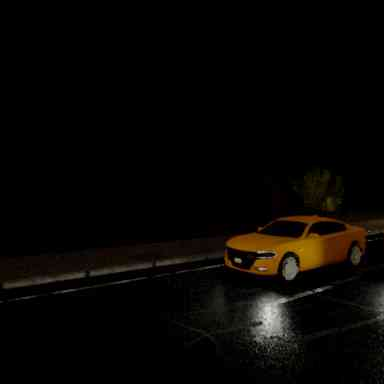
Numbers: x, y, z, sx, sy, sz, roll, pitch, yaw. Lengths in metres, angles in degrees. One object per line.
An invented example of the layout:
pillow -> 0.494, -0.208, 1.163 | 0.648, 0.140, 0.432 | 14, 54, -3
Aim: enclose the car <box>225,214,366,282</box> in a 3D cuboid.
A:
car -> 3.212, 1.468, 9.928 | 5.008, 1.535, 1.882 | 0, 0, -35
